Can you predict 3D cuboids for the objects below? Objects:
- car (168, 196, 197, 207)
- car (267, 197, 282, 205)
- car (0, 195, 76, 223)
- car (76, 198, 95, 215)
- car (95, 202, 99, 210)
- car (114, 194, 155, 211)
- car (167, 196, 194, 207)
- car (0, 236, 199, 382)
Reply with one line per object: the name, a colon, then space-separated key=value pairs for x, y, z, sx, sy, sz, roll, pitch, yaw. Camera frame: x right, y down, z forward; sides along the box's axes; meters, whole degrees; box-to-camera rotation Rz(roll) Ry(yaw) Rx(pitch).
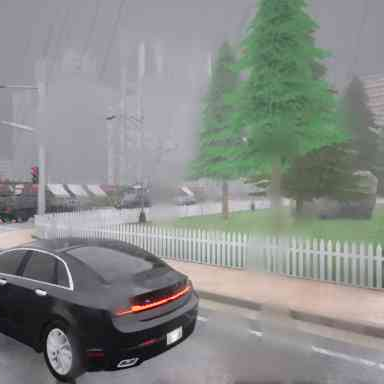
car: x=-1.146 y=1.352 z=48.744 sx=2.097 sy=1.767 sz=4.553 roll=0 pitch=0 yaw=34
car: x=14.945 y=1.564 z=59.830 sx=1.994 sy=1.385 sz=4.181 roll=0 pitch=0 yaw=34
car: x=-12.135 y=1.221 z=25.542 sx=2.150 sy=2.045 sz=5.566 roll=0 pitch=0 yaw=33
car: x=-12.325 y=1.491 z=32.136 sx=2.128 sy=1.511 sz=4.902 roll=0 pitch=0 yaw=34
car: x=-12.883 y=1.478 z=37.583 sx=1.882 sy=1.535 sz=5.008 roll=0 pitch=0 yaw=34
car: x=-6.851 y=1.221 z=40.283 sx=2.150 sy=2.045 sz=5.566 roll=0 pitch=0 yaw=34
car: x=-1.877 y=1.505 z=53.907 sx=1.837 sy=1.490 sz=4.892 roll=0 pitch=0 yaw=34
car: x=-2.178 y=1.505 z=5.481 sx=4.892 sy=1.490 sz=1.837 roll=0 pitch=0 yaw=36
